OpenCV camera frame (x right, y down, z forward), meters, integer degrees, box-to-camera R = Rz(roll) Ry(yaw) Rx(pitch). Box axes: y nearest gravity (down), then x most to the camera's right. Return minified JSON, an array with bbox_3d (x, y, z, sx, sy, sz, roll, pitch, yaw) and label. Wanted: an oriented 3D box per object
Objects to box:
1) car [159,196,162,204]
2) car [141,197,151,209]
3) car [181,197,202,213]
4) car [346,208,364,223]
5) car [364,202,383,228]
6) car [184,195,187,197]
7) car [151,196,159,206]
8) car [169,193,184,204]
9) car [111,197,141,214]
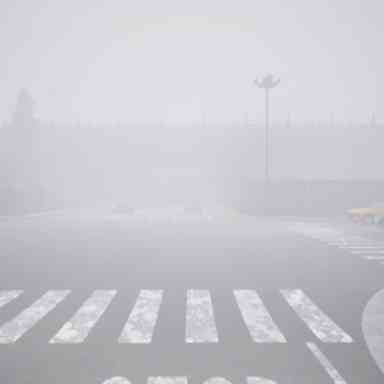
[{"bbox_3d":[-6.961,1.490,64.773,1.837,1.490,4.892,0,0,0],"label":"car"},{"bbox_3d":[-7.060,1.591,44.558,1.895,1.301,4.718,0,0,0],"label":"car"},{"bbox_3d":[0.122,1.555,37.412,1.994,1.385,4.181,0,0,0],"label":"car"},{"bbox_3d":[13.210,1.417,22.745,5.008,1.535,1.882,0,0,0],"label":"car"},{"bbox_3d":[13.116,1.432,19.250,4.902,1.511,2.128,0,0,0],"label":"car"},{"bbox_3d":[-2.385,1.338,77.338,2.097,1.767,4.553,0,0,14],"label":"car"},{"bbox_3d":[-7.018,1.513,54.665,1.812,1.442,4.674,0,0,0],"label":"car"},{"bbox_3d":[-3.312,1.207,65.084,2.150,2.045,5.566,0,0,1],"label":"car"},{"bbox_3d":[-7.070,1.343,35.104,2.097,1.767,4.553,0,0,0],"label":"car"}]
